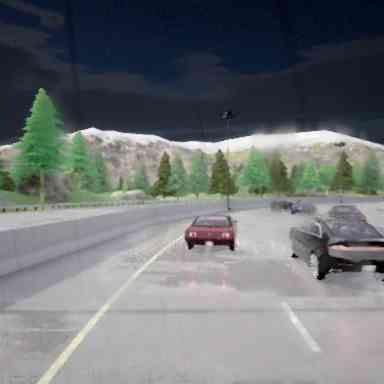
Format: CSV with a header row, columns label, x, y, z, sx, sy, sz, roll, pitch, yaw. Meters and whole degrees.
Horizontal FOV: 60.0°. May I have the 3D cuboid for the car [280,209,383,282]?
label,x,y,z,sx,sy,sz,roll,pitch,yaw
car,4.111,1.484,9.781,2.128,1.511,4.902,0,0,5

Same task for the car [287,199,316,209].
label,x,y,z,sx,sy,sz,roll,pitch,yaw
car,11.497,1.534,34.123,1.994,1.385,4.181,0,0,28

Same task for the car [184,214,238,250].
label,x,y,z,sx,sy,sz,roll,pitch,yaw
car,1.001,1.586,14.297,1.895,1.301,4.718,0,0,9

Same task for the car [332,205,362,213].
label,x,y,z,sx,sy,sz,roll,pitch,yaw
car,9.561,1.531,20.803,2.033,1.411,5.357,0,0,18

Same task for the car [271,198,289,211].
label,x,y,z,sx,sy,sz,roll,pitch,yaw
car,10.961,1.441,39.565,1.882,1.535,5.008,-1,0,32
